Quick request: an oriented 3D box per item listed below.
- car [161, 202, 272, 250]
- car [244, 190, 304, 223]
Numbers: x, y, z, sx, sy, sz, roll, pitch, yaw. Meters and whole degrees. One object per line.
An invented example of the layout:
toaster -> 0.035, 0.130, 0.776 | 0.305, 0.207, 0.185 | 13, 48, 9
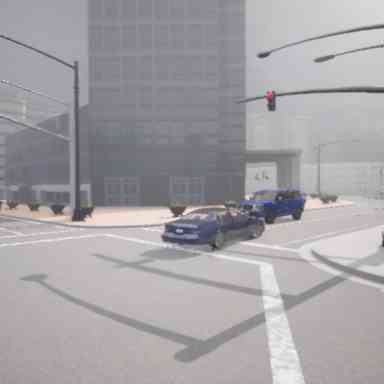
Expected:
car -> 1.090, 1.344, 13.524 | 2.033, 1.411, 5.357 | 0, 1, 37
car -> 5.294, 0.868, 21.951 | 5.566, 2.045, 2.150 | -1, 1, -44
